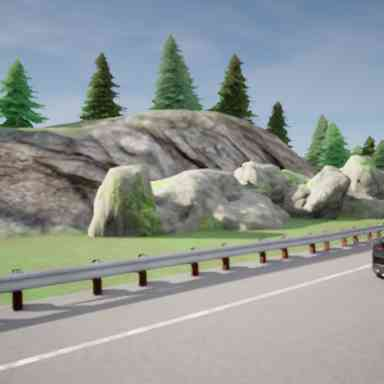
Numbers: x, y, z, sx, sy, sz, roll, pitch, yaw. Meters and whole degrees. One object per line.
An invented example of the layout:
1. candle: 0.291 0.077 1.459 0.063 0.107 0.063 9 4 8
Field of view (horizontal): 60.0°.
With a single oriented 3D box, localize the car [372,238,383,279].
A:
1. car: 6.565 1.510 8.811 4.892 1.490 1.837 0 0 -38
